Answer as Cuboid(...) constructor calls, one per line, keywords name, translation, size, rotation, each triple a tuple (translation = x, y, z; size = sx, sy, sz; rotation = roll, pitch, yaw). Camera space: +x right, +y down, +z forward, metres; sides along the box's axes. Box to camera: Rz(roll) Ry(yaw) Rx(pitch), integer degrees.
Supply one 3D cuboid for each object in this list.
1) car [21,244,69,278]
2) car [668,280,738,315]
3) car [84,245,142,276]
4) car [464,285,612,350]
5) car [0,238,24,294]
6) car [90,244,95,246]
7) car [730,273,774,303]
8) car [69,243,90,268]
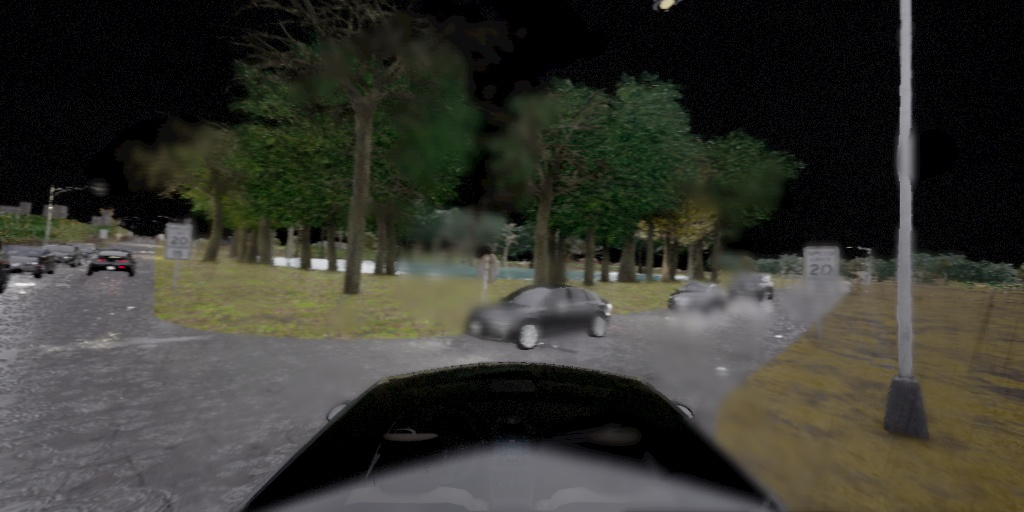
Cuboid(name="car", translation=(-24.086, 0.225, 17.602), size=(2.128, 1.511, 4.902), rotation=(6, -2, -45))
Cuboid(name="car", translation=(9.980, 2.173, 19.053), size=(2.128, 1.511, 4.902), rotation=(0, -2, 45))
Cuboid(name="car", translation=(-24.066, 0.361, 21.735), size=(1.837, 1.490, 4.892), rotation=(6, -2, -45))
Cuboid(name="car", translation=(0.938, 1.580, 10.177), size=(4.892, 1.490, 1.837), rotation=(4, -3, -42))
Cuboid(name="car", translation=(-16.976, 0.232, 10.497), size=(5.566, 2.045, 2.150), rotation=(2, -3, 45))
Cuboid(name="car", translation=(-38.393, -0.404, 32.056), size=(2.128, 1.511, 4.902), rotation=(6, -2, -44))
Cuboid(name="car", translation=(18.229, 2.327, 27.310), size=(5.566, 2.045, 2.150), rotation=(3, -2, -45))
Cuboid(name="car", translation=(-31.096, -0.060, 24.671), size=(1.837, 1.490, 4.892), rotation=(6, -3, -44))
